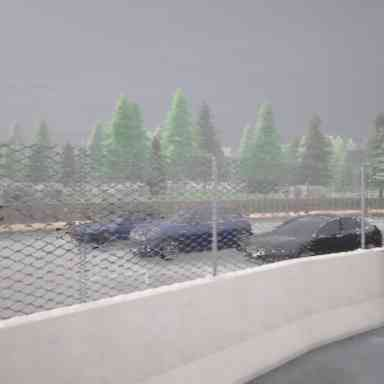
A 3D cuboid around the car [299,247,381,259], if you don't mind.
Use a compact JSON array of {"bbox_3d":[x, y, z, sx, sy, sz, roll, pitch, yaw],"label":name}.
[{"bbox_3d":[3.791,1.442,10.207,4.892,1.490,1.837,0,0,-30],"label":"car"}]
